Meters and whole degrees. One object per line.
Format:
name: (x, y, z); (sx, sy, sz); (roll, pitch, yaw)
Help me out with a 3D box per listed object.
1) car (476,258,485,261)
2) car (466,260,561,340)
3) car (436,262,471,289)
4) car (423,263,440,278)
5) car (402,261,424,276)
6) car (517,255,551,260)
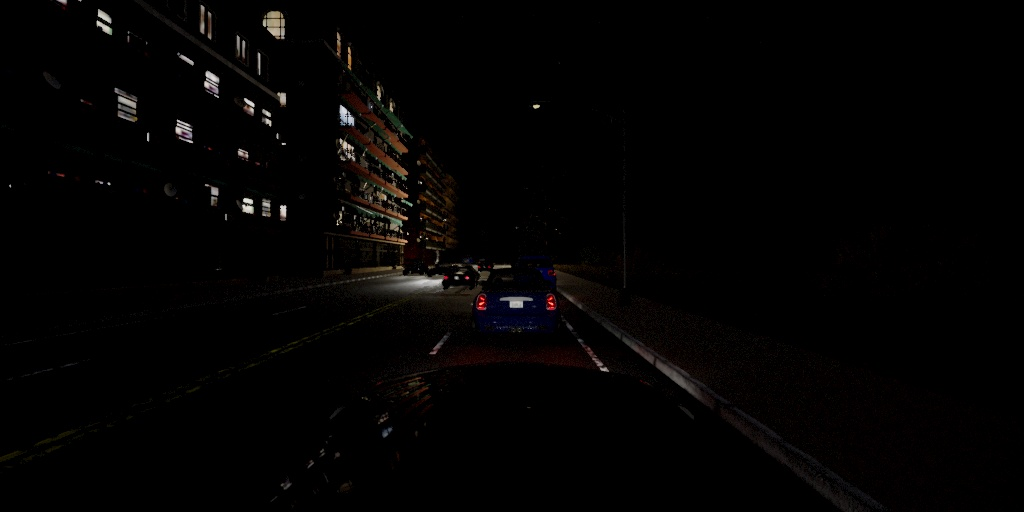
car: (-3.149, 1.298, 43.379); (2.033, 1.411, 5.357); (0, 0, 0)
car: (0.097, 1.103, 10.161); (2.097, 1.767, 4.553); (0, 0, 0)
car: (-3.151, 1.300, 22.878); (2.033, 1.411, 5.357); (0, 0, 0)
car: (-6.601, 1.353, 33.718); (1.895, 1.301, 4.718); (0, 0, 0)
car: (-9.851, 1.278, 37.033); (1.812, 1.442, 4.674); (0, 0, 0)
car: (1.136, 0.977, 19.736); (2.150, 2.045, 5.566); (0, 0, 0)
